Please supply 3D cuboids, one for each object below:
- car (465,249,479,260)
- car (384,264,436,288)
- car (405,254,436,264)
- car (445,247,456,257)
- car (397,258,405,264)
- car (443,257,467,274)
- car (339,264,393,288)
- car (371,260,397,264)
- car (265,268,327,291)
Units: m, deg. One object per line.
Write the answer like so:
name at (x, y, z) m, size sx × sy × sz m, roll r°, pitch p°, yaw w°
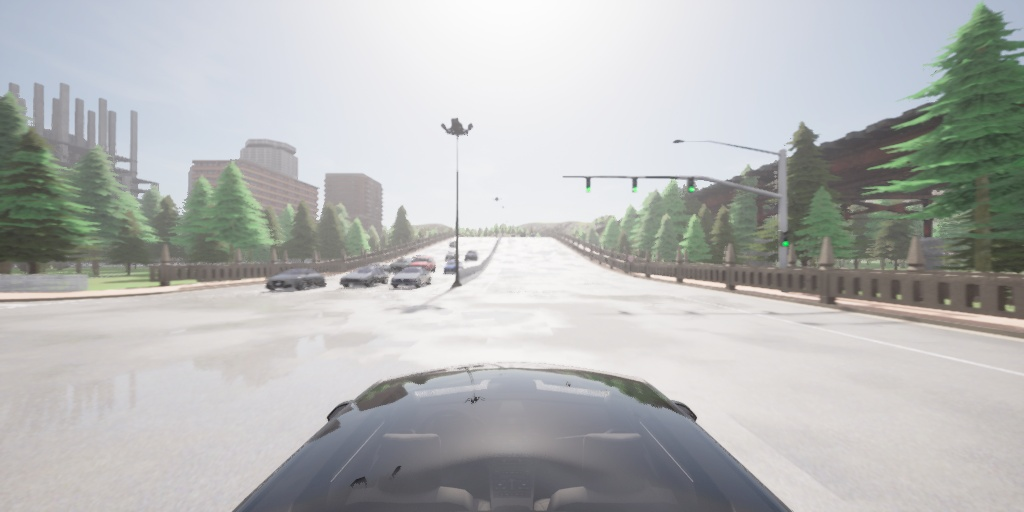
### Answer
car at (-6.883, -0.288, 61.979) m, size 2.097 × 1.767 × 4.553 m, roll 0°, pitch 7°, yaw 0°
car at (-7.095, 1.503, 25.891) m, size 2.033 × 1.411 × 5.357 m, roll 0°, pitch 0°, yaw 0°
car at (-10.556, 1.075, 42.807) m, size 2.150 × 2.045 × 5.566 m, roll 0°, pitch 2°, yaw 1°
car at (-10.382, -0.175, 62.238) m, size 2.128 × 1.511 × 4.902 m, roll 0°, pitch 7°, yaw 0°
car at (-13.971, 1.076, 45.755) m, size 2.097 × 1.767 × 4.553 m, roll 0°, pitch 3°, yaw 0°
car at (-7.050, 1.298, 43.548) m, size 1.882 × 1.535 × 5.008 m, roll 0°, pitch 2°, yaw 0°
car at (-10.596, 1.508, 26.278) m, size 2.033 × 1.411 × 5.357 m, roll 0°, pitch 0°, yaw 0°
car at (-14.073, 1.485, 37.309) m, size 2.128 × 1.511 × 4.902 m, roll 0°, pitch 1°, yaw 0°
car at (-13.997, 1.503, 23.466) m, size 1.994 × 1.385 × 4.181 m, roll 0°, pitch -1°, yaw 0°
